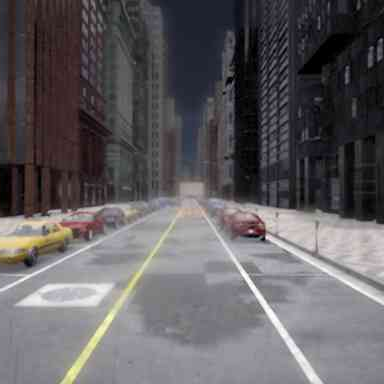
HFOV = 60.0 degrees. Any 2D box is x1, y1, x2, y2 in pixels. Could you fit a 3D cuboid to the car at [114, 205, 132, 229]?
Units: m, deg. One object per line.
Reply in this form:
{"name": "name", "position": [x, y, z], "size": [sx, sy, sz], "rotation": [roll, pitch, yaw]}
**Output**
{"name": "car", "position": [-5.785, 1.804, 23.361], "size": [1.947, 1.339, 4.313], "rotation": [0, -1, 0]}

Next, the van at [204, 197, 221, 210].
{"name": "van", "position": [2.723, 1.758, 40.297], "size": [1.690, 1.788, 3.998], "rotation": [0, -1, 0]}

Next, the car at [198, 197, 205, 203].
{"name": "car", "position": [2.697, 2.274, 68.474], "size": [1.887, 1.381, 4.507], "rotation": [0, -1, 0]}

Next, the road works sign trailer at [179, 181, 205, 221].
{"name": "road works sign trailer", "position": [-0.029, 0.783, 31.053], "size": [2.380, 3.560, 2.880], "rotation": [0, -1, 0]}

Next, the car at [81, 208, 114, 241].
{"name": "car", "position": [-5.780, 1.725, 17.726], "size": [1.887, 1.381, 4.507], "rotation": [0, -1, 0]}

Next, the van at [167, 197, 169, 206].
{"name": "van", "position": [-5.823, 2.006, 62.818], "size": [1.690, 1.788, 3.998], "rotation": [0, -1, 0]}

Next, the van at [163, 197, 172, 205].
{"name": "van", "position": [-5.839, 2.199, 79.725], "size": [1.690, 1.788, 3.998], "rotation": [0, -1, 0]}

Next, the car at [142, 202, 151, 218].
{"name": "car", "position": [-5.796, 1.921, 34.633], "size": [1.947, 1.339, 4.313], "rotation": [0, -1, 0]}

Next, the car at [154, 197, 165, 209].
{"name": "car", "position": [-5.812, 1.979, 51.544], "size": [1.967, 1.590, 4.097], "rotation": [0, -1, 0]}

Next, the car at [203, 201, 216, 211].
{"name": "car", "position": [2.713, 2.122, 51.567], "size": [1.802, 1.307, 4.206], "rotation": [0, -1, 0]}

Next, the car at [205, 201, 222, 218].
{"name": "car", "position": [2.729, 1.908, 34.659], "size": [2.008, 1.369, 4.403], "rotation": [0, -1, 0]}

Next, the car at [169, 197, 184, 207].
{"name": "car", "position": [-3.077, 2.232, 64.580], "size": [2.033, 1.411, 5.357], "rotation": [0, -1, 0]}

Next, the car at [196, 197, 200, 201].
{"name": "car", "position": [2.686, 2.174, 79.748], "size": [2.192, 1.841, 5.009], "rotation": [0, -1, 0]}

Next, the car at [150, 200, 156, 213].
{"name": "car", "position": [-5.801, 1.998, 40.270], "size": [1.802, 1.307, 4.206], "rotation": [0, -1, 0]}

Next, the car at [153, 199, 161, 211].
{"name": "car", "position": [-5.807, 2.043, 45.907], "size": [1.947, 1.339, 4.313], "rotation": [0, -1, 0]}

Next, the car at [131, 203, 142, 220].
{"name": "car", "position": [-5.791, 1.820, 28.828], "size": [1.752, 1.417, 4.829], "rotation": [0, -1, 0]}

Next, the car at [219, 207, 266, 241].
{"name": "car", "position": [2.745, 1.726, 17.751], "size": [1.887, 1.381, 4.507], "rotation": [0, -1, 0]}

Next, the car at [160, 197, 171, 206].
{"name": "car", "position": [-5.834, 2.107, 74.090], "size": [2.192, 1.841, 5.009], "rotation": [0, -1, 0]}

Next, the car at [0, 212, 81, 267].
{"name": "car", "position": [-5.775, 1.647, 11.919], "size": [1.752, 1.417, 4.829], "rotation": [0, -1, 0]}

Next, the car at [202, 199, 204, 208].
{"name": "car", "position": [2.718, 2.029, 45.931], "size": [2.008, 1.369, 4.403], "rotation": [0, -1, 0]}

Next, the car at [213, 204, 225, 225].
{"name": "car", "position": [2.740, 1.784, 23.387], "size": [1.887, 1.381, 4.507], "rotation": [0, -1, 0]}

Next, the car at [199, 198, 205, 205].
{"name": "car", "position": [2.708, 2.153, 57.203], "size": [2.008, 1.369, 4.403], "rotation": [0, -1, 0]}

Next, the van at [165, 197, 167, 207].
{"name": "van", "position": [-5.818, 1.942, 57.182], "size": [1.690, 1.788, 3.998], "rotation": [0, -1, 0]}
